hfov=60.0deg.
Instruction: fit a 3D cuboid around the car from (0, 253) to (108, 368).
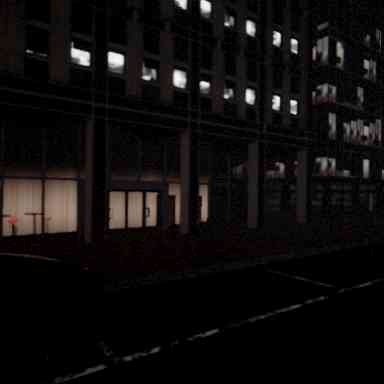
[{"bbox_3d":[-3.257,1.567,4.233,4.313,1.339,1.947,0,1,-35],"label":"car"}]
